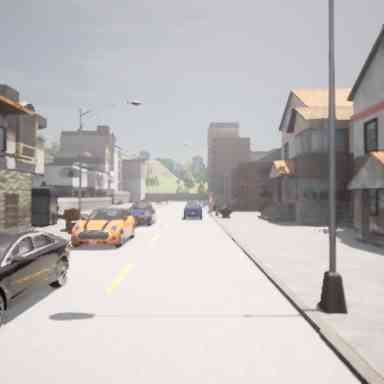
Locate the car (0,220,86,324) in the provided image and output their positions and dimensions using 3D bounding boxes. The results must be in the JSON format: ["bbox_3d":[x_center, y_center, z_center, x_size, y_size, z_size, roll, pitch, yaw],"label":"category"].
[{"bbox_3d":[-4.094,1.572,6.841,2.128,1.511,4.902,0,-1,0],"label":"car"}]

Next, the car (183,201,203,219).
[{"bbox_3d":[0.101,1.860,33.113,1.882,1.535,5.008,0,-1,0],"label":"car"}]

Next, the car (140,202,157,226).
[{"bbox_3d":[-4.000,1.653,26.031,2.097,1.767,4.553,0,-1,0],"label":"car"}]

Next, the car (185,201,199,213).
[{"bbox_3d":[0.042,2.039,46.334,1.837,1.490,4.892,0,-1,1],"label":"car"}]

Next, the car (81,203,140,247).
[{"bbox_3d":[-4.066,1.537,15.969,2.097,1.767,4.553,0,-1,0],"label":"car"}]
